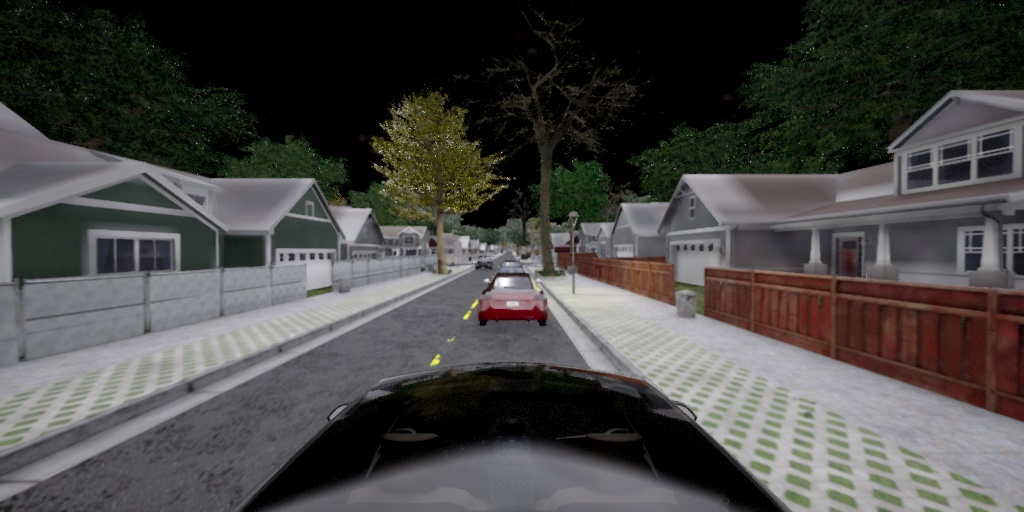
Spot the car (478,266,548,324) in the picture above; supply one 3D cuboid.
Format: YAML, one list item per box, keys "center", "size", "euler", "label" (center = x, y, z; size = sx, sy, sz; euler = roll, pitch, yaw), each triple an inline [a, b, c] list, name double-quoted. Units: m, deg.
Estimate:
- center: [0.025, 1.201, 11.414]
  size: [1.994, 1.385, 4.181]
  euler: [0, 1, 0]
  label: "car"

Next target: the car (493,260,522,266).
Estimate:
- center: [-0.041, 1.015, 25.773]
  size: [2.033, 1.411, 5.357]
  euler: [0, 1, 0]
  label: "car"

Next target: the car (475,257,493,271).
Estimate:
- center: [-2.989, 0.849, 39.830]
  size: [2.033, 1.411, 5.357]
  euler: [0, 1, 0]
  label: "car"
